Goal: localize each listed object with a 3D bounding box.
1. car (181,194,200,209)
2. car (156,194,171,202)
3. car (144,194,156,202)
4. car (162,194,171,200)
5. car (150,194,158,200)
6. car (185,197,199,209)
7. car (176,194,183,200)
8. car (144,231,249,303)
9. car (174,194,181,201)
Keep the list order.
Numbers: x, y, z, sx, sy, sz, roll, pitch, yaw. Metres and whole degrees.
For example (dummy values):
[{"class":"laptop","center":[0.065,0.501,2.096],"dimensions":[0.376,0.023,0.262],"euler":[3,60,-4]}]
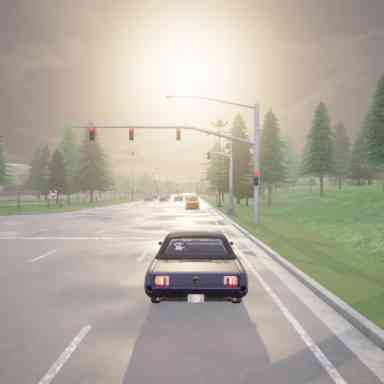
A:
[{"class":"car","center":[-0.039,1.098,46.320],"dimensions":[1.882,1.535,5.008],"euler":[-3,17,-3]},{"class":"car","center":[-6.844,1.557,80.432],"dimensions":[2.033,1.411,5.357],"euler":[0,0,0]},{"class":"car","center":[-10.344,1.557,80.439],"dimensions":[2.033,1.411,5.357],"euler":[0,0,0]},{"class":"car","center":[-6.824,1.401,90.852],"dimensions":[2.033,1.411,5.357],"euler":[0,0,0]},{"class":"car","center":[-10.324,1.361,90.859],"dimensions":[1.837,1.490,4.892],"euler":[0,0,0]},{"class":"car","center":[0.041,1.592,49.799],"dimensions":[2.033,1.411,5.357],"euler":[-1,1,1]},{"class":"car","center":[-3.324,1.385,90.845],"dimensions":[1.812,1.442,4.674],"euler":[0,0,0]},{"class":"car","center":[0.095,1.603,8.131],"dimensions":[1.895,1.301,4.718],"euler":[0,0,0]},{"class":"car","center":[-3.343,1.570,80.842],"dimensions":[1.994,1.385,4.181],"euler":[0,0,0]}]
